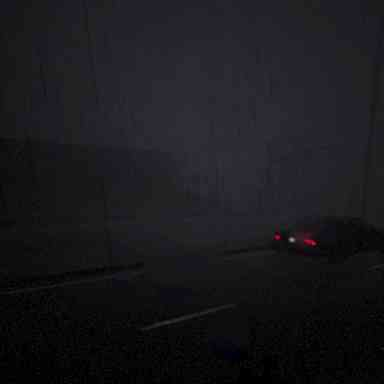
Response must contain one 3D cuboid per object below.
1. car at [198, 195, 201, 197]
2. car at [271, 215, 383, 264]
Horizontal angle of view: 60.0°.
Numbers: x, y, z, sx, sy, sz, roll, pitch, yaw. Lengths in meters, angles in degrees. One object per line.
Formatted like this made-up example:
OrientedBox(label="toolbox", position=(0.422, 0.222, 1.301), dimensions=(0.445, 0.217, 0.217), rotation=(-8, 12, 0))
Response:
OrientedBox(label="car", position=(1.148, 1.465, 76.174), dimensions=(1.882, 1.535, 5.008), rotation=(0, 0, -36))
OrientedBox(label="car", position=(5.188, 1.545, 11.841), dimensions=(5.357, 1.411, 2.033), rotation=(0, 0, -35))
